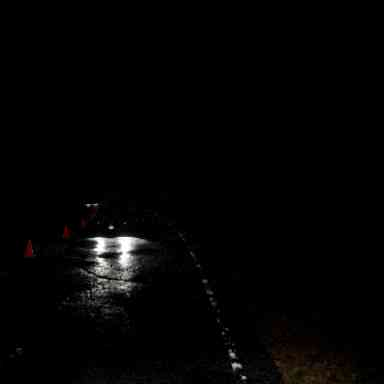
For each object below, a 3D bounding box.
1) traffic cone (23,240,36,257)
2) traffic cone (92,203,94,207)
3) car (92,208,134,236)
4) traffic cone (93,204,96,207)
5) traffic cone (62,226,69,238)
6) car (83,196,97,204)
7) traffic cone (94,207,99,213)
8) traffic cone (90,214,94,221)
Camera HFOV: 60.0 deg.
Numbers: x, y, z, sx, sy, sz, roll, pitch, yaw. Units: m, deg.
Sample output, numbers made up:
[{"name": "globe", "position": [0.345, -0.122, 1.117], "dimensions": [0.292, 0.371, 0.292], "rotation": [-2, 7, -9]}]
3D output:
[{"name": "traffic cone", "position": [-5.669, 1.954, 11.595], "dimensions": [0.340, 0.580, 0.340], "rotation": [0, 0, -6]}, {"name": "traffic cone", "position": [-13.056, 1.954, 45.076], "dimensions": [0.340, 0.580, 0.340], "rotation": [0, 0, -19]}, {"name": "car", "position": [-4.264, 1.562, 18.394], "dimensions": [1.994, 1.385, 4.181], "rotation": [0, 0, -8]}, {"name": "traffic cone", "position": [-11.522, 1.953, 40.413], "dimensions": [0.340, 0.580, 0.340], "rotation": [0, 0, -17]}, {"name": "traffic cone", "position": [-6.240, 1.954, 16.471], "dimensions": [0.340, 0.580, 0.340], "rotation": [0, 0, -8]}, {"name": "car", "position": [-19.619, 1.550, 63.636], "dimensions": [2.033, 1.411, 5.357], "rotation": [0, 0, -27]}, {"name": "traffic cone", "position": [-8.928, 1.953, 30.945], "dimensions": [0.340, 0.580, 0.340], "rotation": [0, 0, -13]}, {"name": "traffic cone", "position": [-7.870, 1.953, 26.151], "dimensions": [0.340, 0.580, 0.340], "rotation": [0, 0, -11]}]
